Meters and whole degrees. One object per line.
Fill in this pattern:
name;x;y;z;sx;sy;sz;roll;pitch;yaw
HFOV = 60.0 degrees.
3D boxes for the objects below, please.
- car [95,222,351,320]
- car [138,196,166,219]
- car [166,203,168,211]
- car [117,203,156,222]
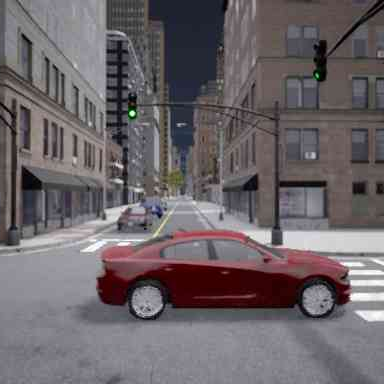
car;0.618;1.524;6.837;5.008;1.535;1.882;0;-1;-1
car;-3.959;1.440;32.448;2.150;2.045;5.566;0;0;-2
car;-4.244;1.792;44.391;2.128;1.511;4.902;0;0;-1
car;-3.697;1.673;22.172;1.812;1.442;4.674;0;0;0
